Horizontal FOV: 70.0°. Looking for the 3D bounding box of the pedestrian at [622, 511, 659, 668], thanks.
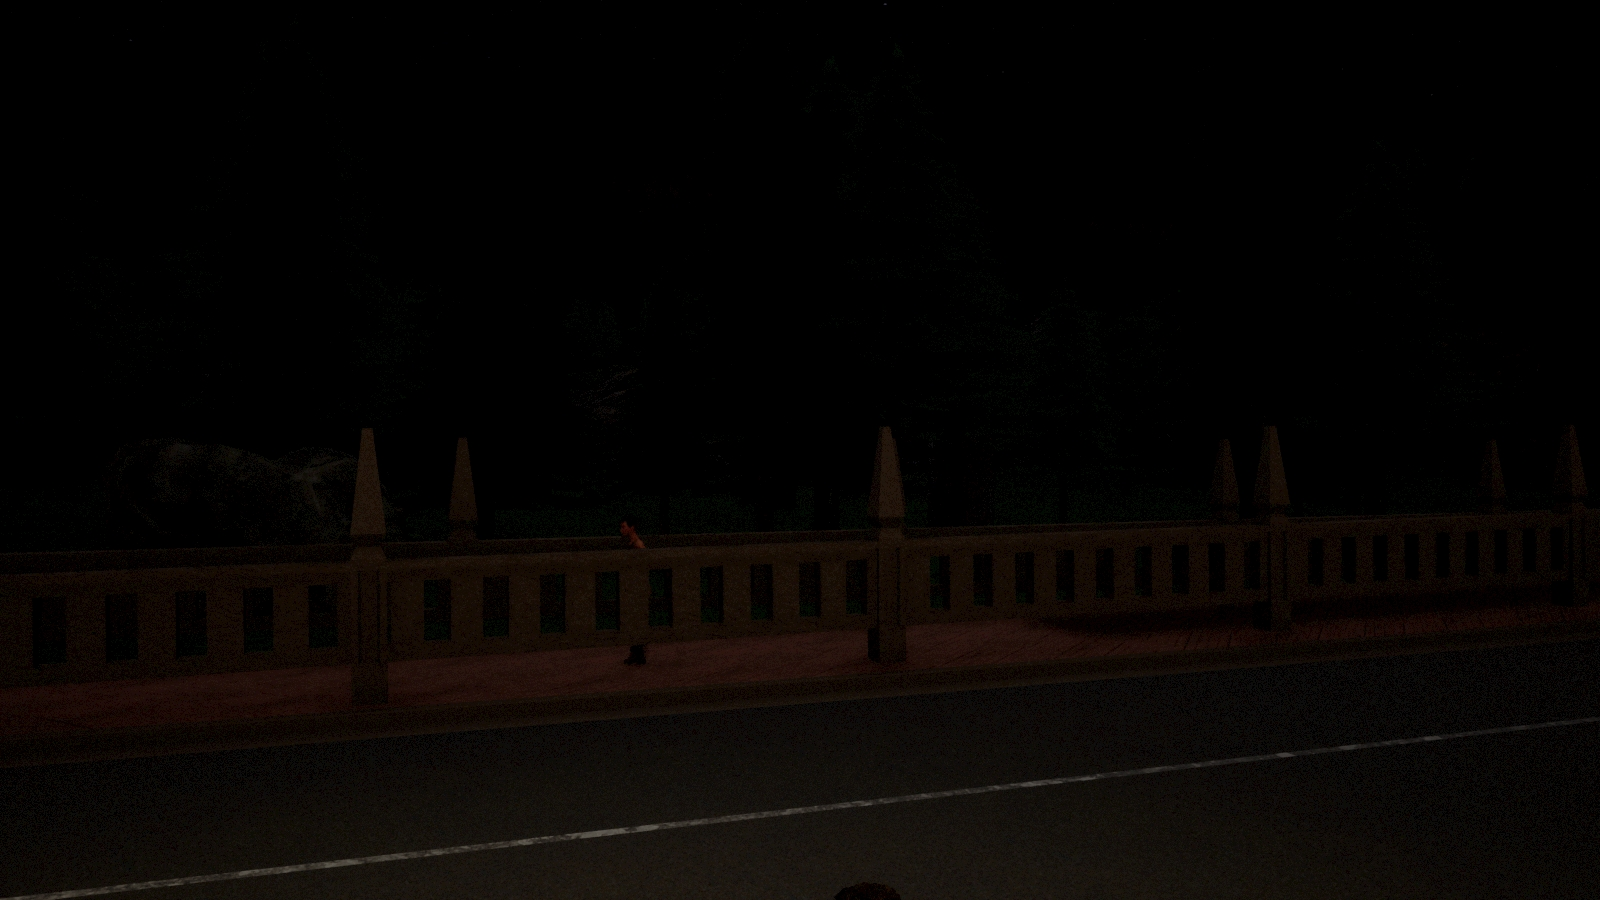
[{"bbox_3d":[-1.951,1.694,13.994,0.375,1.860,0.375,0,0,-20],"label":"pedestrian"}]
